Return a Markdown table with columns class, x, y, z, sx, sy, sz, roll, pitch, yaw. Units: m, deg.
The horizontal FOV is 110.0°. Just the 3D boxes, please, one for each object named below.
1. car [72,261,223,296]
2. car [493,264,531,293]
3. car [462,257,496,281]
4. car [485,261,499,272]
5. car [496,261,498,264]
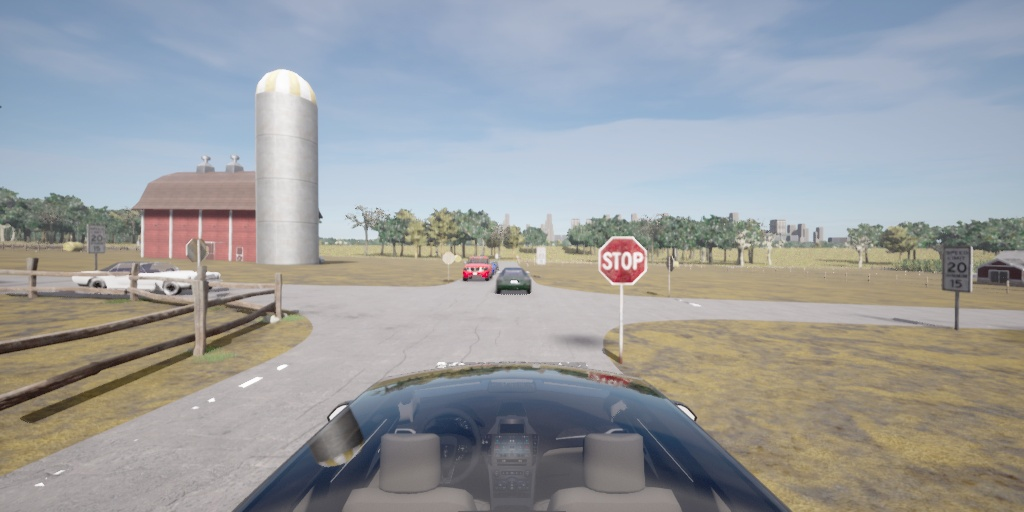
| class | x | y | z | sx | sy | sz | roll | pitch | yaw |
| --- | --- | --- | --- | --- | --- | --- | --- | --- | --- |
| car | -15.337 | 0.909 | 15.326 | 4.718 | 1.301 | 1.895 | 2 | 1 | -1 |
| car | 0.098 | 1.368 | 21.329 | 1.994 | 1.385 | 4.181 | 0 | 0 | 0 |
| car | -2.891 | 1.069 | 31.169 | 2.150 | 2.045 | 5.566 | 0 | 0 | 1 |
| car | -2.864 | 1.520 | 52.924 | 1.837 | 1.490 | 4.892 | 0 | -1 | 0 |
| car | -2.874 | 1.395 | 41.508 | 1.882 | 1.535 | 5.008 | 0 | 0 | 0 |
